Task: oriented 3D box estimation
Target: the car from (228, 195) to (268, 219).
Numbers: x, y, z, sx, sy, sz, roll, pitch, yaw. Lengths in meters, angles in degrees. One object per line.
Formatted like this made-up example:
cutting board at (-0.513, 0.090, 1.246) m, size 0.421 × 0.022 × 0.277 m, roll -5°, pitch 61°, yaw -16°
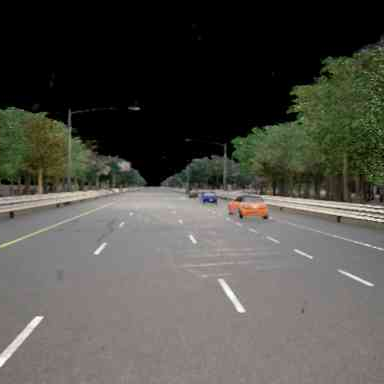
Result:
car at (4.145, 1.025, 25.268) m, size 2.097 × 1.767 × 4.553 m, roll 1°, pitch 1°, yaw -6°

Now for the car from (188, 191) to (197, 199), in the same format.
car at (0.288, 0.491, 63.580) m, size 1.837 × 1.490 × 4.892 m, roll 0°, pitch 1°, yaw -2°

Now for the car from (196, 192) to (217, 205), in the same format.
car at (2.119, 0.824, 44.141) m, size 1.882 × 1.535 × 5.008 m, roll 1°, pitch 1°, yaw -6°
